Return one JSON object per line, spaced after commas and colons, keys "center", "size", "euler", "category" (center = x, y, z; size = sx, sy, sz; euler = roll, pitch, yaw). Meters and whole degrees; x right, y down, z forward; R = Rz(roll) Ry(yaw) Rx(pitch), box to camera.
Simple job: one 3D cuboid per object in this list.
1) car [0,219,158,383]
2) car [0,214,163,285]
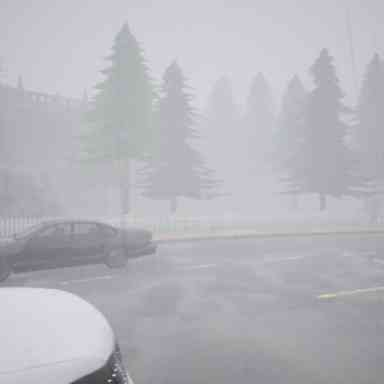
{"center": [-2.943, 1.219, 1.386], "size": [5.566, 2.045, 2.150], "euler": [0, 0, -37], "category": "car"}
{"center": [-3.700, 1.497, 9.545], "size": [5.357, 1.411, 2.033], "euler": [0, 0, -30], "category": "car"}
